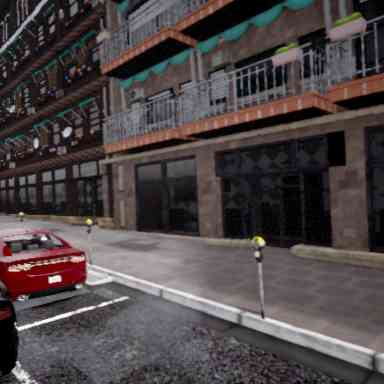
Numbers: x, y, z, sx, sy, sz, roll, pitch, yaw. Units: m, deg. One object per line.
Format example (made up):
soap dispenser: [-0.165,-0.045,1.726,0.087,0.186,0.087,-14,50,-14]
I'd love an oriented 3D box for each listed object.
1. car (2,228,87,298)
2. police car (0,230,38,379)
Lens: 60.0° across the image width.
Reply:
car: [-4.146,1.525,7.856,1.887,1.381,4.507,0,0,-45]
police car: [-4.075,1.447,4.913,1.930,1.638,5.238,-2,1,-40]
